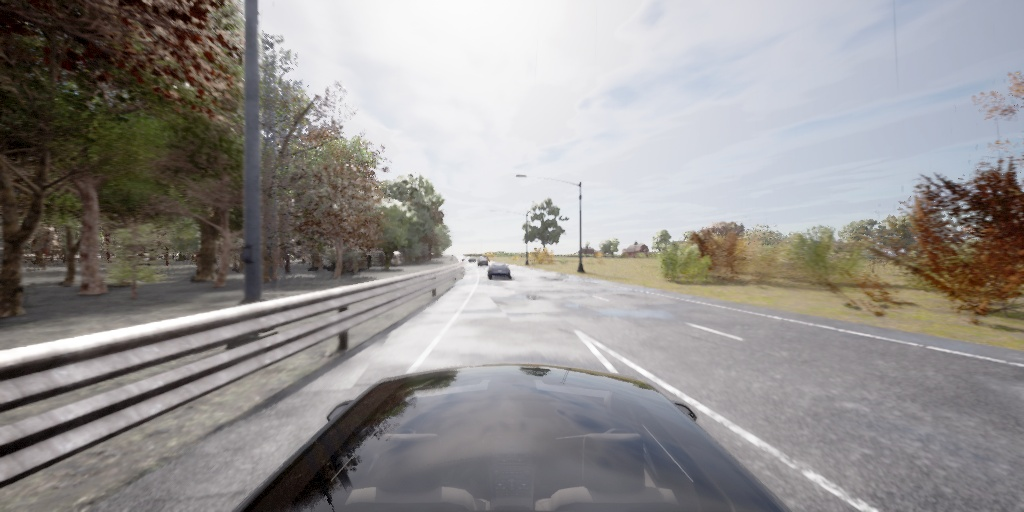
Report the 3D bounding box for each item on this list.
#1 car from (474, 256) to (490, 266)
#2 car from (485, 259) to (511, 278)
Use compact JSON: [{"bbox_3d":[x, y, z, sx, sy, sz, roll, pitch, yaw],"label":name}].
[{"bbox_3d":[-5.270,1.111,64.631,1.812,1.442,4.674,0,0,-9],"label":"car"},{"bbox_3d":[-1.201,1.260,32.700,1.994,1.385,4.181,0,0,-5],"label":"car"}]
